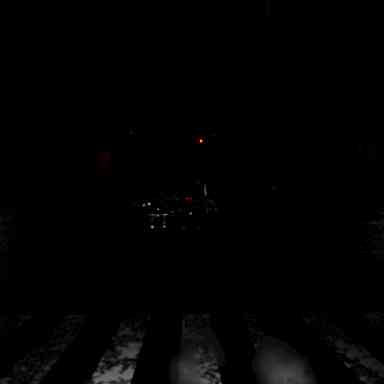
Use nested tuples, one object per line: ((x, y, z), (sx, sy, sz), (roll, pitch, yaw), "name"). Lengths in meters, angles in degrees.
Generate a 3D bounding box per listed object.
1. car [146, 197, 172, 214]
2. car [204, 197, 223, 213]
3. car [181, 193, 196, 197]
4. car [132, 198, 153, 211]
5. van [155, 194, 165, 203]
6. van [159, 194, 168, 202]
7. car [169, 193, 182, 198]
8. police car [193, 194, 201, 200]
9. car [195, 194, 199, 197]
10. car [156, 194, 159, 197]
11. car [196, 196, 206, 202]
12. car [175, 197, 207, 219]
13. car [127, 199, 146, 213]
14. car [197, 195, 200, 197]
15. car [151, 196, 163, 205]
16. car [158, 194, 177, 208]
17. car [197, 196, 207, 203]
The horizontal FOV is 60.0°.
((-3.401, 1.549, 35.020), (1.994, 1.385, 4.181), (0, 0, -1), "car")
((2.444, 1.535, 36.724), (2.008, 1.369, 4.403), (0, 0, -1), "car")
((-0.676, 1.474, 65.550), (2.128, 1.511, 4.902), (0, 0, -1), "car")
((-6.142, 1.534, 41.613), (2.008, 1.369, 4.403), (0, 0, -1), "car")
((-6.459, 1.323, 67.009), (1.690, 1.788, 3.998), (0, 0, -1), "van")
((-6.594, 1.325, 77.835), (1.690, 1.788, 3.998), (0, 0, -1), "van")
((-3.718, 1.334, 68.235), (2.097, 1.767, 4.553), (0, 0, -1), "car")
((1.375, 1.413, 90.903), (1.930, 1.638, 5.238), (0, 0, -1), "police car")
((2.118, 1.532, 62.927), (2.008, 1.369, 4.403), (0, 0, -1), "car")
((-6.324, 1.548, 56.183), (1.947, 1.339, 4.313), (0, 0, -1), "car")
((1.986, 1.549, 73.505), (1.947, 1.339, 4.313), (0, 0, -1), "car")
((-0.120, 1.478, 28.559), (2.128, 1.511, 4.902), (0, 0, -1), "car")
((-6.080, 1.536, 36.621), (2.008, 1.369, 4.403), (0, 0, -1), "car")
((2.241, 1.532, 53.056), (2.008, 1.369, 4.403), (0, 0, -1), "car")
((-6.389, 1.507, 61.427), (1.752, 1.417, 4.829), (0, 0, -1), "car")
((-3.552, 1.461, 48.638), (1.882, 1.535, 5.008), (0, 1, 0), "car")
((2.050, 1.507, 68.386), (1.752, 1.417, 4.829), (0, 0, -1), "car")
